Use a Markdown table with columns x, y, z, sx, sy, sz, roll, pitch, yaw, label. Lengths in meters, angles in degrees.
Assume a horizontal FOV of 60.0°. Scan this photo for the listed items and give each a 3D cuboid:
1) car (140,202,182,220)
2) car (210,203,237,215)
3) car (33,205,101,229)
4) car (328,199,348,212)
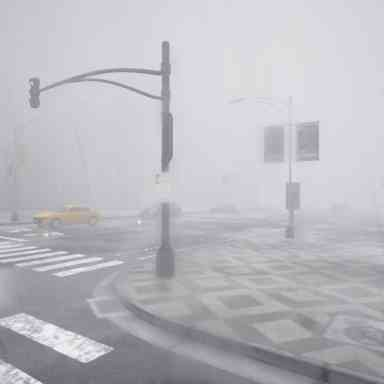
| x | y | z | sx | sy | sz | roll | pitch | yaw | label |
| --- | --- | --- | --- | --- | --- | --- | --- | --- | --- |
| -2.980 | 1.733 | 32.467 | 2.097 | 1.767 | 4.553 | 0 | -1 | 35 | car |
| 4.009 | 2.122 | 42.340 | 1.994 | 1.385 | 4.181 | 0 | -1 | 36 | car |
| -8.924 | 1.710 | 24.080 | 1.882 | 1.535 | 5.008 | 0 | -1 | 34 | car |
| 23.350 | 2.352 | 52.500 | 2.128 | 1.511 | 4.902 | 0 | -1 | 35 | car |
